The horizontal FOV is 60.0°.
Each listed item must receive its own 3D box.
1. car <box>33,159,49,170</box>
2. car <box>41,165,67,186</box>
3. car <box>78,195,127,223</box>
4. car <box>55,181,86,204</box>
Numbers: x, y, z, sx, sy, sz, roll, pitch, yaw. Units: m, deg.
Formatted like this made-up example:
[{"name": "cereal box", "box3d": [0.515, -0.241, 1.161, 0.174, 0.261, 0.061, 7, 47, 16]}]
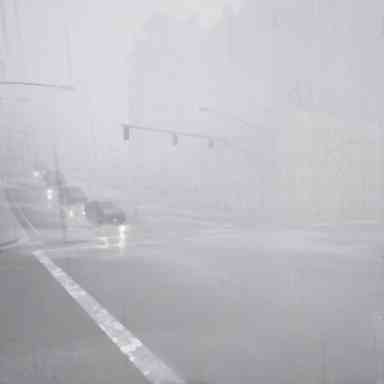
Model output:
[{"name": "car", "box3d": [-23.807, -4.289, 52.314, 1.837, 1.490, 4.892, 1, 10, -32]}, {"name": "car", "box3d": [-17.082, -1.833, 41.562, 2.097, 1.767, 4.553, 1, 11, -32]}, {"name": "car", "box3d": [-6.652, 1.369, 25.065, 2.033, 1.411, 5.357, 1, 4, -32]}, {"name": "car", "box3d": [-11.977, 0.198, 33.466, 2.033, 1.411, 5.357, 1, 9, -32]}]
